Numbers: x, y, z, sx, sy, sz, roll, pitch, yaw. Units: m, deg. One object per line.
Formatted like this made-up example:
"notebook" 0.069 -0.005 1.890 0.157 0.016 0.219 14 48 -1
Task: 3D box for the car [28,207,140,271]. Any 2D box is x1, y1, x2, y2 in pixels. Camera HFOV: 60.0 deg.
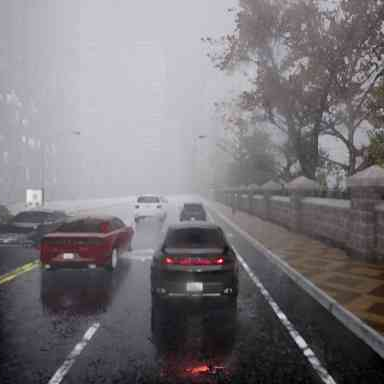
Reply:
"car" -3.149 1.474 10.919 1.882 1.535 5.008 0 0 0

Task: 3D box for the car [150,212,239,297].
"car" 0.068 1.502 8.561 1.837 1.490 4.892 0 0 0

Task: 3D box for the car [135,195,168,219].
"car" -3.138 1.217 25.955 2.150 2.045 5.566 0 0 -1

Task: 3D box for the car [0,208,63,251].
"car" -6.601 1.500 14.252 1.837 1.490 4.892 0 0 0

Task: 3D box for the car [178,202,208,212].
"car" 0.074 1.500 24.244 1.837 1.490 4.892 0 0 0

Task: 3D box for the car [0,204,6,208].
"car" -9.850 1.348 14.879 2.097 1.767 4.553 0 0 0
